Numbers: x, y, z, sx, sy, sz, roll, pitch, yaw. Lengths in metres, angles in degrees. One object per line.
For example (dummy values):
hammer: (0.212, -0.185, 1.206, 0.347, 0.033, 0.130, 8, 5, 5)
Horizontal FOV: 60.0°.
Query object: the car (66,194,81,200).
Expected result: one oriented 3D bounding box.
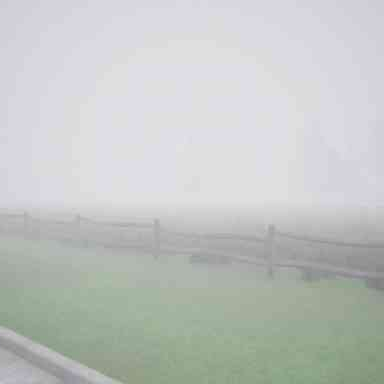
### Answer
car: (-31.546, 1.493, 88.540, 4.605, 1.855, 1.932, 0, 0, 35)
